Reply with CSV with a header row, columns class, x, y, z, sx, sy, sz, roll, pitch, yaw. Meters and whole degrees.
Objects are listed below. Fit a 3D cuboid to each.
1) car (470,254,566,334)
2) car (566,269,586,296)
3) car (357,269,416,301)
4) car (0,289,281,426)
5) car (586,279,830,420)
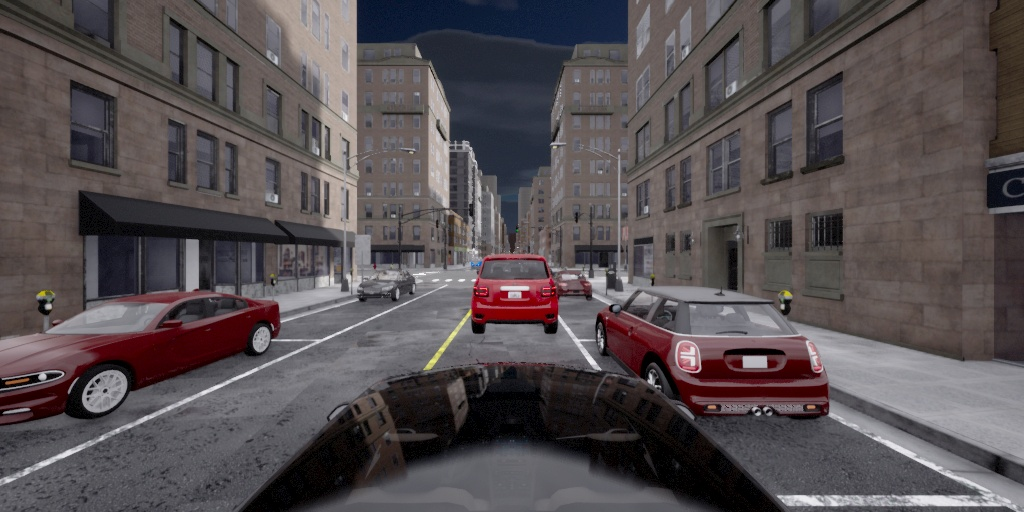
class,x,y,z,sx,sy,sz,roll,pitch,yaw
car,0.074,0.972,10.749,2.150,2.045,5.566,0,0,0
car,2.696,1.333,17.071,1.802,1.307,4.207,0,0,0
car,-5.830,1.302,17.081,2.007,1.370,4.403,0,0,0
car,-5.850,1.295,5.889,1.888,1.381,4.507,0,0,0
car,2.675,1.190,5.882,1.967,1.591,4.097,0,0,0
